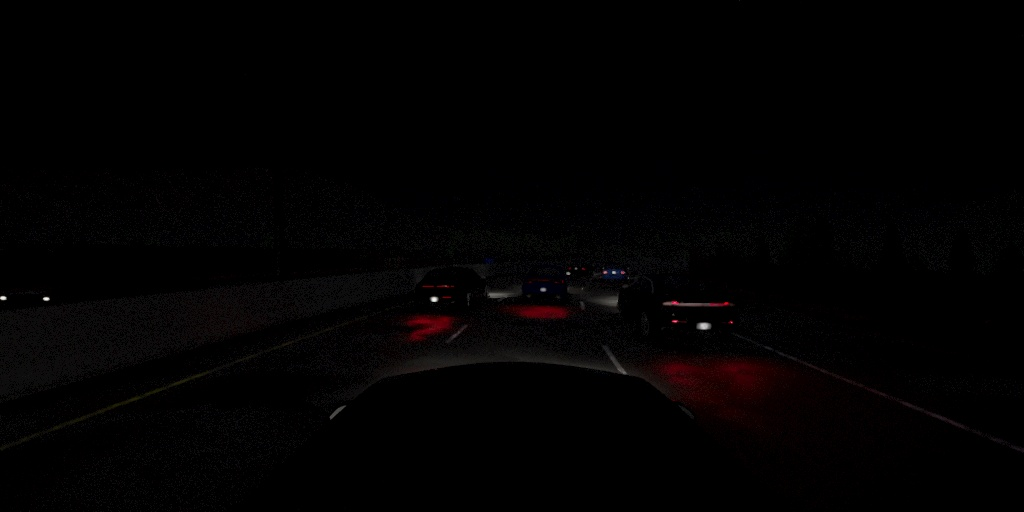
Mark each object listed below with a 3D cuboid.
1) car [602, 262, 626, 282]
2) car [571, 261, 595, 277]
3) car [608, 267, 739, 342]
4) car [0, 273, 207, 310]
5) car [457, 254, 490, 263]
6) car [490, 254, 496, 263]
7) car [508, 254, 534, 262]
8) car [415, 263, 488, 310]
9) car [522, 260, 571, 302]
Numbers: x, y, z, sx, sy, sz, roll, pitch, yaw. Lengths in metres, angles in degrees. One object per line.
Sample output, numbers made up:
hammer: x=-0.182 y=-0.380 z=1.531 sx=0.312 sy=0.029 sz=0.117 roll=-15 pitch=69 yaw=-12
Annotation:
car: x=7.955 y=1.200 z=27.574 sx=2.033 sy=1.411 sz=5.357 roll=0 pitch=0 yaw=18
car: x=6.631 y=1.164 z=34.138 sx=2.033 sy=1.411 sz=5.357 roll=0 pitch=0 yaw=22
car: x=4.198 y=1.217 z=9.787 sx=2.128 sy=1.511 sz=4.902 roll=0 pitch=0 yaw=6
car: x=-13.347 y=1.255 z=12.134 sx=1.895 sy=1.301 sz=4.718 roll=0 pitch=0 yaw=7
car: x=-4.265 y=0.925 z=35.332 sx=2.097 sy=1.767 sz=4.553 roll=0 pitch=0 yaw=20
car: x=-4.365 y=0.711 z=52.181 sx=2.150 sy=2.045 sz=5.566 roll=0 pitch=0 yaw=29
car: x=1.547 y=0.758 z=55.409 sx=2.150 sy=2.045 sz=5.566 roll=0 pitch=0 yaw=32
car: x=-2.250 y=1.186 z=14.399 sx=1.837 sy=1.490 sz=4.892 roll=0 pitch=0 yaw=8
car: x=1.643 y=1.157 z=16.620 sx=1.882 sy=1.535 sz=5.008 roll=0 pitch=0 yaw=9
